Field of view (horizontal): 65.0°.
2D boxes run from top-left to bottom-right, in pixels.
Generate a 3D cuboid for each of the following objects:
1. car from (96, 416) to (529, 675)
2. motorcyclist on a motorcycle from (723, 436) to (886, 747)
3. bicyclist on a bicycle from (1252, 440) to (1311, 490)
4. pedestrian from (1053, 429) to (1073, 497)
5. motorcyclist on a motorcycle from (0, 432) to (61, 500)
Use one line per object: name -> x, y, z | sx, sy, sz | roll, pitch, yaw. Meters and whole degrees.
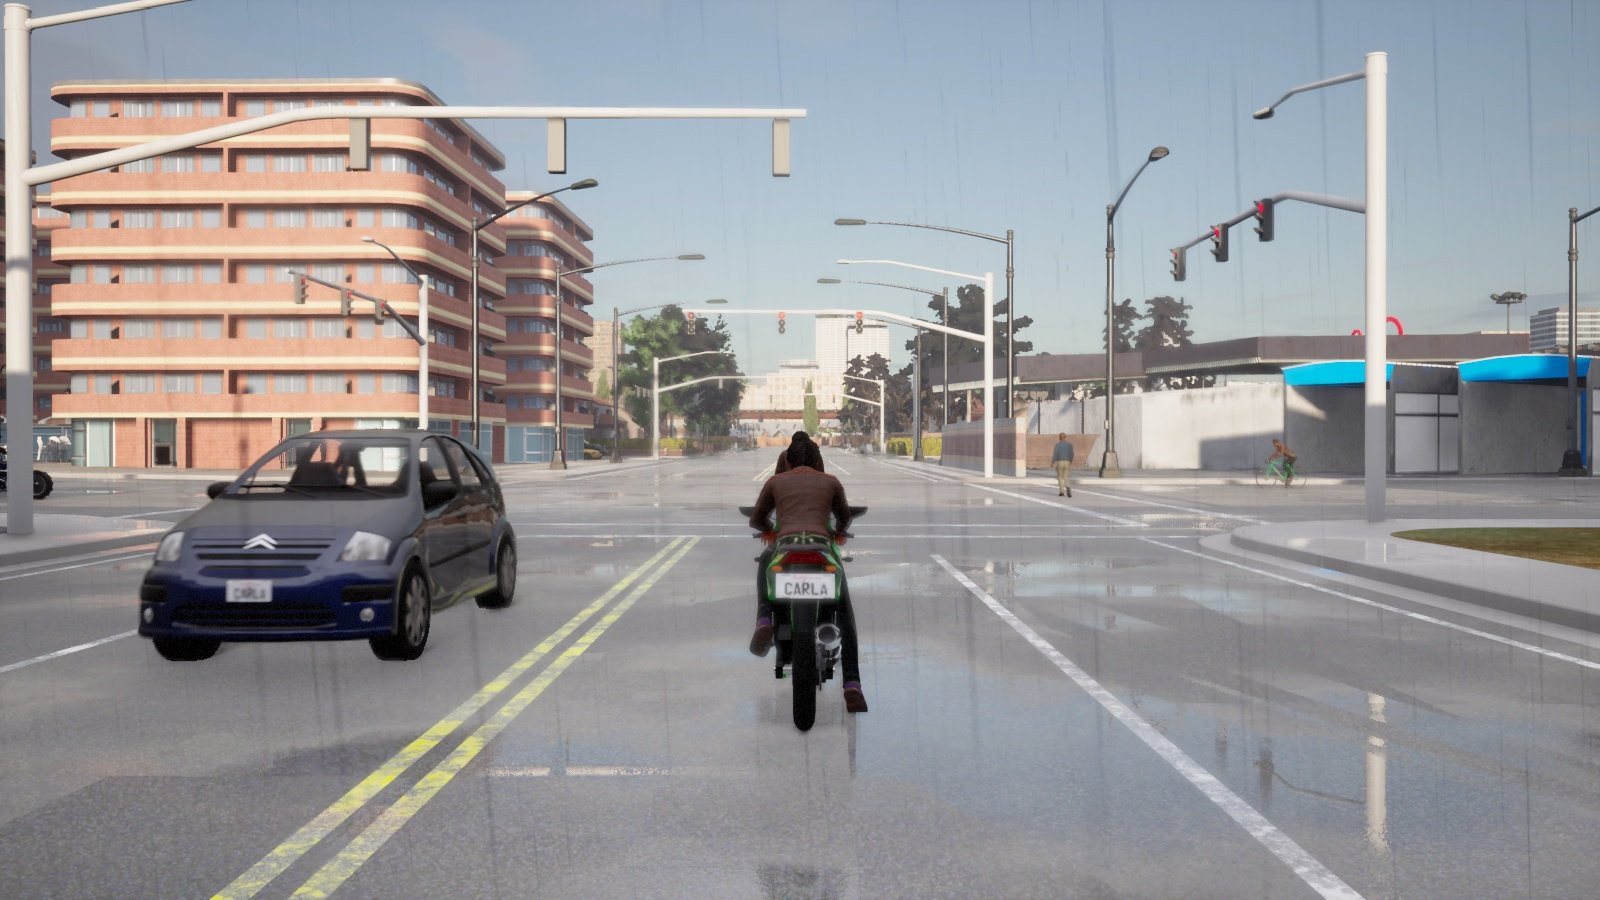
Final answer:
car -> -3.479, 0.586, 9.854 | 1.851, 1.617, 3.988 | 0, 0, 0
motorcyclist on a motorcycle -> 0.020, 0.688, 7.183 | 0.797, 1.523, 2.044 | 0, 0, 0
bicyclist on a bicycle -> 15.563, 0.483, 40.608 | 1.656, 1.620, 0.582 | 0, 0, 1
pedestrian -> 7.151, 0.349, 34.206 | 0.370, 1.835, 0.726 | 0, 0, -2
motorcyclist on a motorcycle -> -19.896, 0.381, 31.414 | 2.350, 1.649, 0.766 | 1, 0, 0
